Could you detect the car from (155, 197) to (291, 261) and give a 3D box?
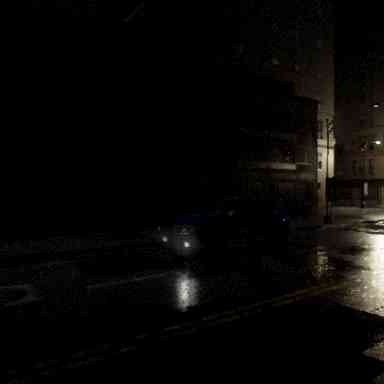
[{"bbox_3d":[1.359,1.214,12.630,5.566,2.045,2.150,0,0,-35],"label":"car"}]
